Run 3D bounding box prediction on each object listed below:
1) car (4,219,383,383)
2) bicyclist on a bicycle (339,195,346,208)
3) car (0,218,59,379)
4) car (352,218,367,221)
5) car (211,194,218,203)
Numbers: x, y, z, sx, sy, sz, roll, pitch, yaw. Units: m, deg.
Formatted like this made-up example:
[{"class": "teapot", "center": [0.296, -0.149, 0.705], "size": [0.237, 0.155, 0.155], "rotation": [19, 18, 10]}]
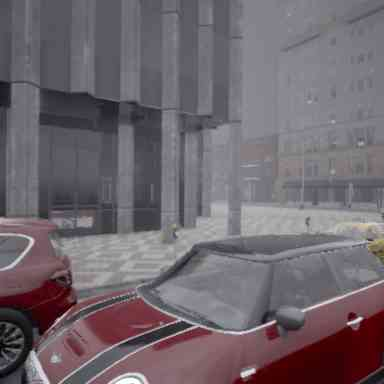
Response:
[{"class": "car", "center": [0.600, 1.353, 3.806], "size": [4.553, 1.767, 2.097], "rotation": [0, 0, -35]}, {"class": "bicyclist on a bicycle", "center": [18.610, 1.161, 41.113], "size": [1.656, 1.620, 0.582], "rotation": [0, 0, -35]}, {"class": "car", "center": [-3.953, 1.315, 3.934], "size": [5.009, 1.841, 2.192], "rotation": [0, 1, -35]}, {"class": "car", "center": [5.066, 1.528, 10.370], "size": [4.829, 1.417, 1.752], "rotation": [0, 1, -35]}, {"class": "car", "center": [2.580, 1.107, 58.470], "size": [2.128, 1.511, 4.902], "rotation": [1, 0, -34]}]
